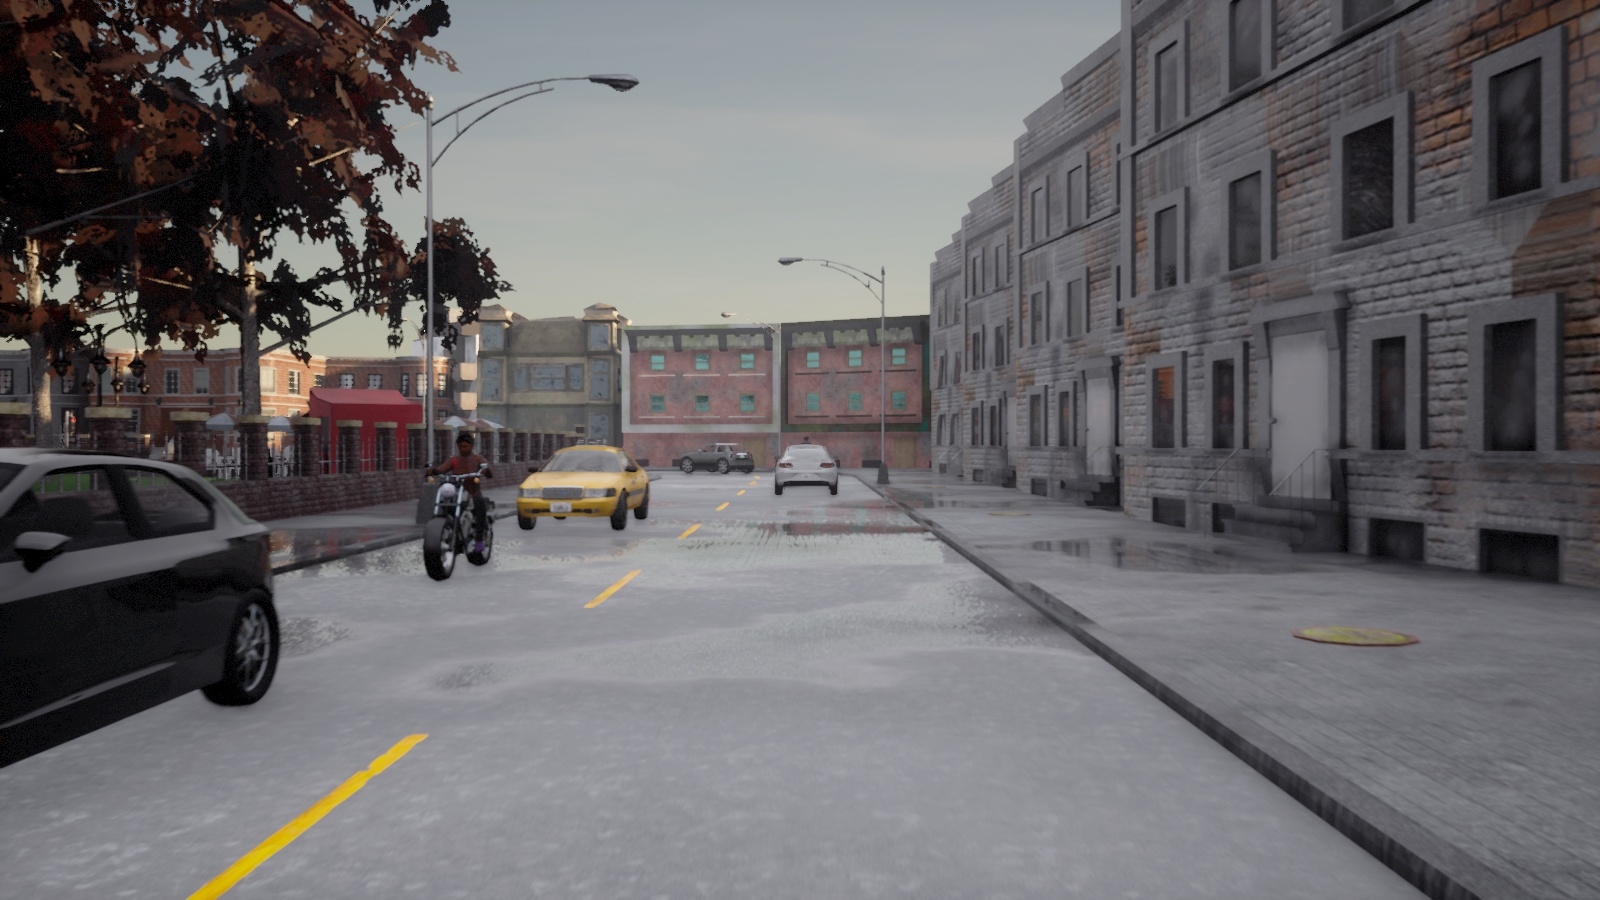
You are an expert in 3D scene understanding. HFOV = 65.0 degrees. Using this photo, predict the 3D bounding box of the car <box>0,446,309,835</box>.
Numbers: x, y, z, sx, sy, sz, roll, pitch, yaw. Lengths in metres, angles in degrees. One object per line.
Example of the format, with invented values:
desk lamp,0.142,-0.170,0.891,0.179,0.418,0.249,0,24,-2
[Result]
car,-3.953,0.725,5.661,1.816,1.474,4.193,0,0,0

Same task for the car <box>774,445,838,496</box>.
car,0.190,0.559,37.783,1.812,1.442,4.674,0,0,0

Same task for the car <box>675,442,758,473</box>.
car,-4.122,0.362,61.789,3.806,1.475,1.970,0,0,42

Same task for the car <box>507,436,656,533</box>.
car,-3.874,0.552,23.160,1.801,1.575,5.366,0,0,0

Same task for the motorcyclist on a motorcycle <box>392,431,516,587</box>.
motorcyclist on a motorcycle,-3.911,0.613,14.397,0.766,1.649,2.350,0,0,0
